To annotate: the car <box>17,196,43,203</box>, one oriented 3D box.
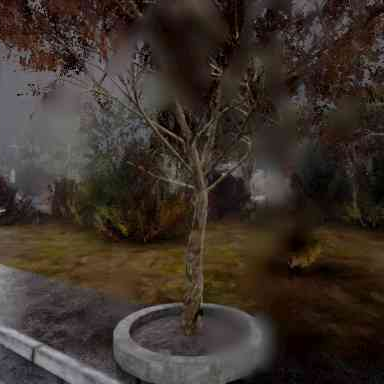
[{"bbox_3d":[-22.061,1.217,44.900,2.033,1.411,5.357,1,0,32],"label":"car"}]
